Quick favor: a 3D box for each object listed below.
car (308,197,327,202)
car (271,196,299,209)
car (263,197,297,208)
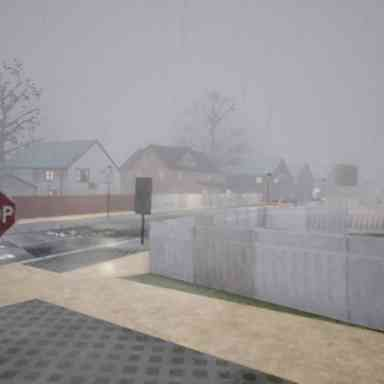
[{"bbox_3d":[19.236,1.534,50.494,2.128,1.511,4.902,3,3,40],"label":"car"},{"bbox_3d":[13.396,1.439,47.725,2.128,1.511,4.902,3,2,39],"label":"car"},{"bbox_3d":[10.110,1.568,38.953,1.882,1.535,5.008,3,2,37],"label":"car"}]
